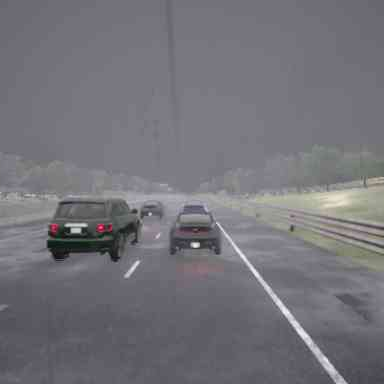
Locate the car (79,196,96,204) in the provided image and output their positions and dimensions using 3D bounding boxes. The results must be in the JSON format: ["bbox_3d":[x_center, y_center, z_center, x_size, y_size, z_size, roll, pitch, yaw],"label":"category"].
[{"bbox_3d":[-20.795,1.518,66.653,1.837,1.490,4.892,0,0,0],"label":"car"}]

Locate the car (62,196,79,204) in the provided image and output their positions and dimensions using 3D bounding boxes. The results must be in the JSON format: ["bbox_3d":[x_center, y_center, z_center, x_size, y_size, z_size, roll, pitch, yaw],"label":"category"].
[{"bbox_3d":[-24.295,1.542,66.664,1.812,1.442,4.674,0,0,0],"label":"car"}]

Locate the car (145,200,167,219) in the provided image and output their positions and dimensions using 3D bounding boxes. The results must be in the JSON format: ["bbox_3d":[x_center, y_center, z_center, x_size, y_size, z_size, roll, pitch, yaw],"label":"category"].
[{"bbox_3d":[-3.324,1.504,28.983,1.837,1.490,4.892,0,0,0],"label":"car"}]

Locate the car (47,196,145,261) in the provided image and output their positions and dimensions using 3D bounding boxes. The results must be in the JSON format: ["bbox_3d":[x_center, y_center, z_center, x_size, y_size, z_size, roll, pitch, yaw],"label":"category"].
[{"bbox_3d":[-3.370,1.220,12.440,2.150,2.045,5.566,0,0,1],"label":"car"}]

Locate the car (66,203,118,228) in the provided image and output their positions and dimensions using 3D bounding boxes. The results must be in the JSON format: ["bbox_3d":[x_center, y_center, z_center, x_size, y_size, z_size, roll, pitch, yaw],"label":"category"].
[{"bbox_3d":[-6.846,1.546,23.528,2.033,1.411,5.357,0,0,0],"label":"car"}]

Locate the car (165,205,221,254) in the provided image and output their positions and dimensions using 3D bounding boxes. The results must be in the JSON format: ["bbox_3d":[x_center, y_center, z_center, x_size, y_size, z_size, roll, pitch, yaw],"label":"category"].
[{"bbox_3d":[0.125,1.504,13.451,1.837,1.490,4.892,0,0,0],"label":"car"}]

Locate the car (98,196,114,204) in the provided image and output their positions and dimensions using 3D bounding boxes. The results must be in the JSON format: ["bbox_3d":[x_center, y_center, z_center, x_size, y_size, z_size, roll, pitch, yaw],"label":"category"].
[{"bbox_3d":[-17.294,1.496,67.058,1.882,1.535,5.008,0,0,0],"label":"car"}]

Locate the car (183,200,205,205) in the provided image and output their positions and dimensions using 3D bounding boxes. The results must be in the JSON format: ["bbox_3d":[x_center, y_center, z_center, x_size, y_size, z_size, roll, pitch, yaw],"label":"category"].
[{"bbox_3d":[0.181,1.476,30.428,1.882,1.535,5.008,0,0,0],"label":"car"}]
